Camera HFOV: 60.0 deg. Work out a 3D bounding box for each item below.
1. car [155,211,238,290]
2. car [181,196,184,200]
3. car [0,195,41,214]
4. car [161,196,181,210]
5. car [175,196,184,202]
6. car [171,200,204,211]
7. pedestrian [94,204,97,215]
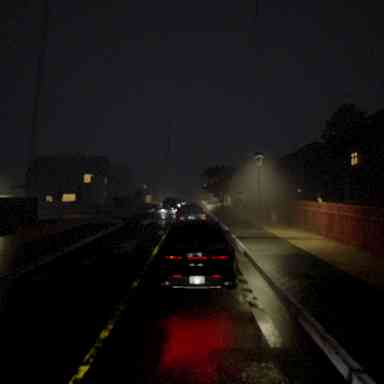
[{"bbox_3d":[0.103,1.483,9.015,1.837,1.490,4.892,0,0,0],"label":"car"},{"bbox_3d":[-2.787,1.589,60.716,1.895,1.301,4.718,0,0,1],"label":"car"},{"bbox_3d":[-16.118,1.318,29.044,5.566,2.045,2.150,-1,-2,7],"label":"car"},{"bbox_3d":[-2.833,1.462,43.199,1.837,1.490,4.892,0,1,0],"label":"car"},{"bbox_3d":[-2.729,1.603,75.675,1.895,1.301,4.718,0,0,0],"label":"car"},{"bbox_3d":[-0.149,1.495,21.243,2.033,1.411,5.357,0,1,-4],"label":"car"},{"bbox_3d":[-9.901,1.382,34.169,0.375,1.860,0.375,0,-2,5],"label":"pedestrian"}]
